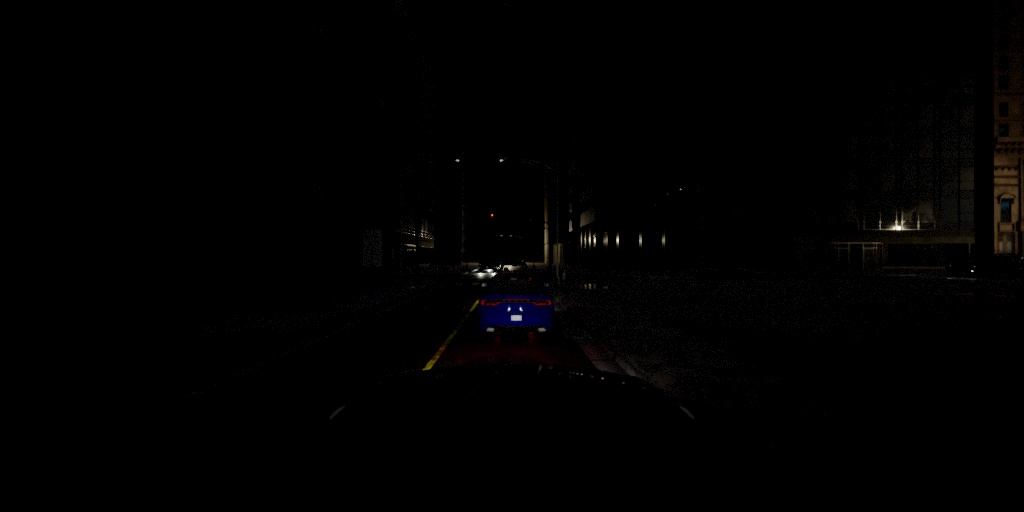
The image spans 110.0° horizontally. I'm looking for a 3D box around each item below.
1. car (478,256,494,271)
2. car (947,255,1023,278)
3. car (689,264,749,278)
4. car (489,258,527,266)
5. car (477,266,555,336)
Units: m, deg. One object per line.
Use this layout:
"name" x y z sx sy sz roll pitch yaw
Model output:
"car" -3.107 0.988 45.861 2.150 2.045 5.566 0 1 -2
"car" 44.113 0.946 33.295 5.566 2.045 2.150 0 0 0
"car" 19.152 1.364 33.349 4.718 1.301 1.895 0 0 0
"car" 0.152 1.105 19.325 2.097 1.767 4.553 0 0 2
"car" 0.099 1.228 10.456 1.882 1.535 5.008 0 0 0
